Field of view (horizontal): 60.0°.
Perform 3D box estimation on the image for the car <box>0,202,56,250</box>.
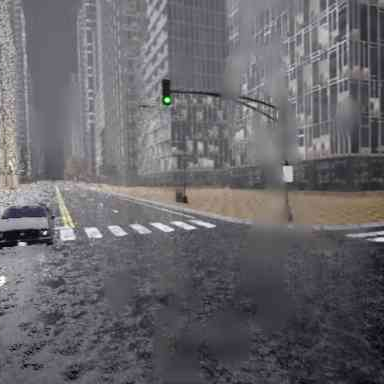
[{"bbox_3d":[-6.456,1.145,13.075,2.033,1.411,5.357,-2,4,-23],"label":"car"}]
